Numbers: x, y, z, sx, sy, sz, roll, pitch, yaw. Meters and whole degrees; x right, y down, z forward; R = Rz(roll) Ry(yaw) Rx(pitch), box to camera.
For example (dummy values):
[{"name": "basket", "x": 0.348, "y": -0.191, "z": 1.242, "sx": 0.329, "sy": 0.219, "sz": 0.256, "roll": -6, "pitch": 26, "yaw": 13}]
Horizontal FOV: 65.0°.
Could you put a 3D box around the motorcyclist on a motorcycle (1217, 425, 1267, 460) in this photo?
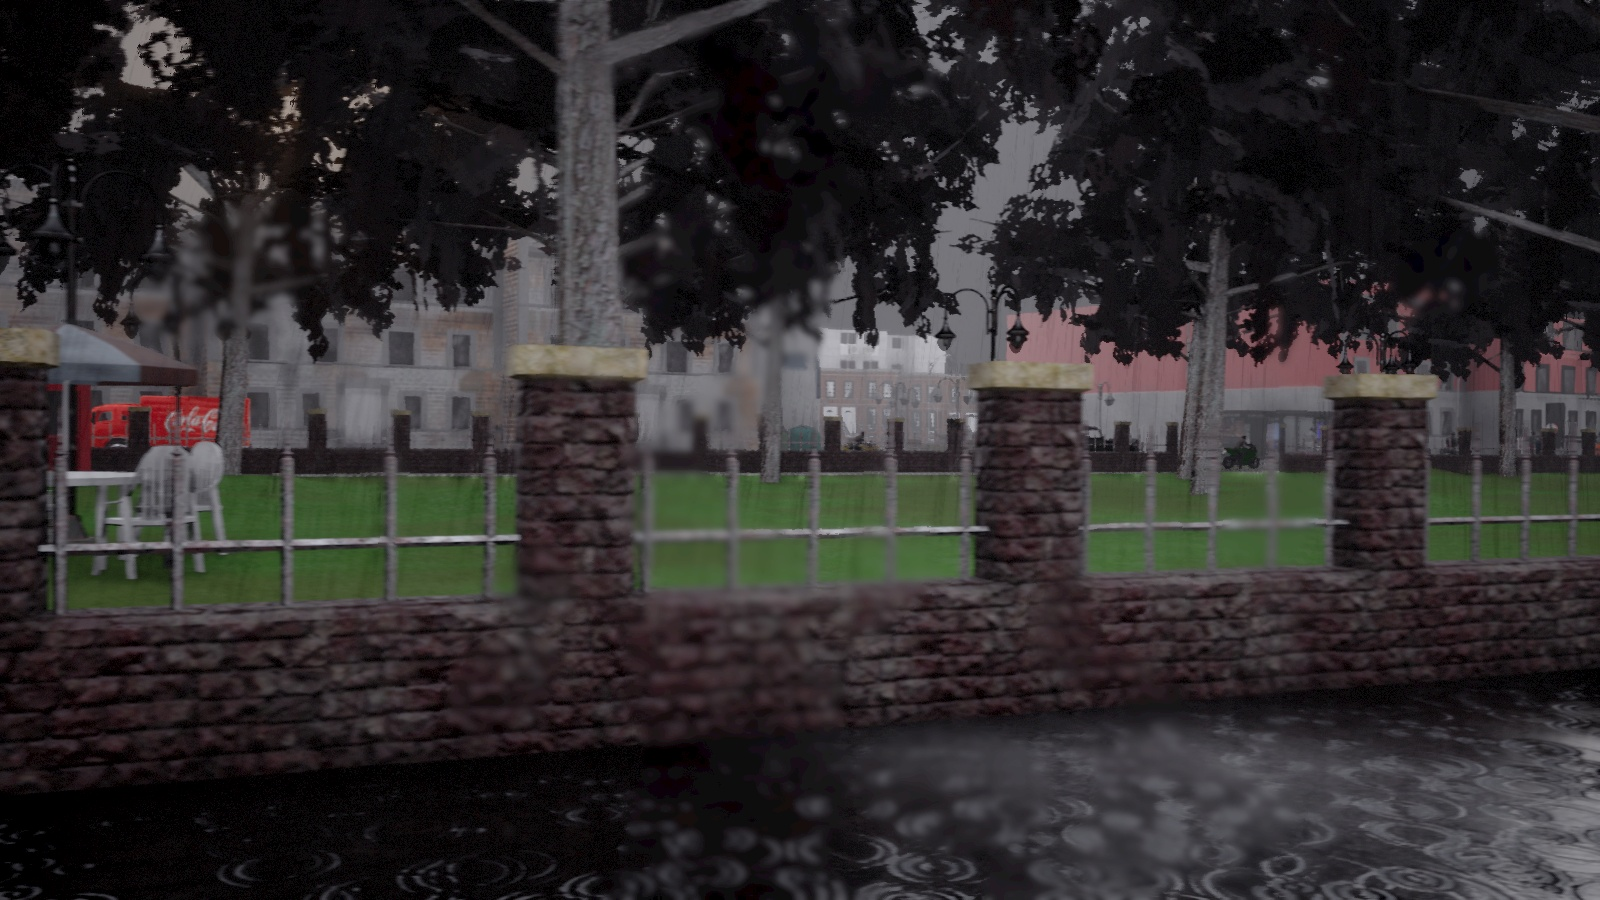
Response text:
[{"name": "motorcyclist on a motorcycle", "x": 19.481, "y": -0.331, "z": 55.341, "sx": 2.044, "sy": 1.523, "sz": 0.797, "roll": -1, "pitch": 1, "yaw": -21}]

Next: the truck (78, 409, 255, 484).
[{"name": "truck", "x": -21.962, "y": -0.167, "z": 43.832, "sx": 5.204, "sy": 2.467, "sz": 2.627, "roll": -1, "pitch": 1, "yaw": -21}]

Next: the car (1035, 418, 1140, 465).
[{"name": "car", "x": 11.996, "y": -0.390, "z": 52.496, "sx": 3.866, "sy": 1.878, "sz": 1.905, "roll": -1, "pitch": 1, "yaw": -21}]

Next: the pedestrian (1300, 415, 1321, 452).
[{"name": "pedestrian", "x": 26.802, "y": -0.857, "z": 65.915, "sx": 0.873, "sy": 1.952, "sz": 0.659, "roll": -1, "pitch": 1, "yaw": -33}]
